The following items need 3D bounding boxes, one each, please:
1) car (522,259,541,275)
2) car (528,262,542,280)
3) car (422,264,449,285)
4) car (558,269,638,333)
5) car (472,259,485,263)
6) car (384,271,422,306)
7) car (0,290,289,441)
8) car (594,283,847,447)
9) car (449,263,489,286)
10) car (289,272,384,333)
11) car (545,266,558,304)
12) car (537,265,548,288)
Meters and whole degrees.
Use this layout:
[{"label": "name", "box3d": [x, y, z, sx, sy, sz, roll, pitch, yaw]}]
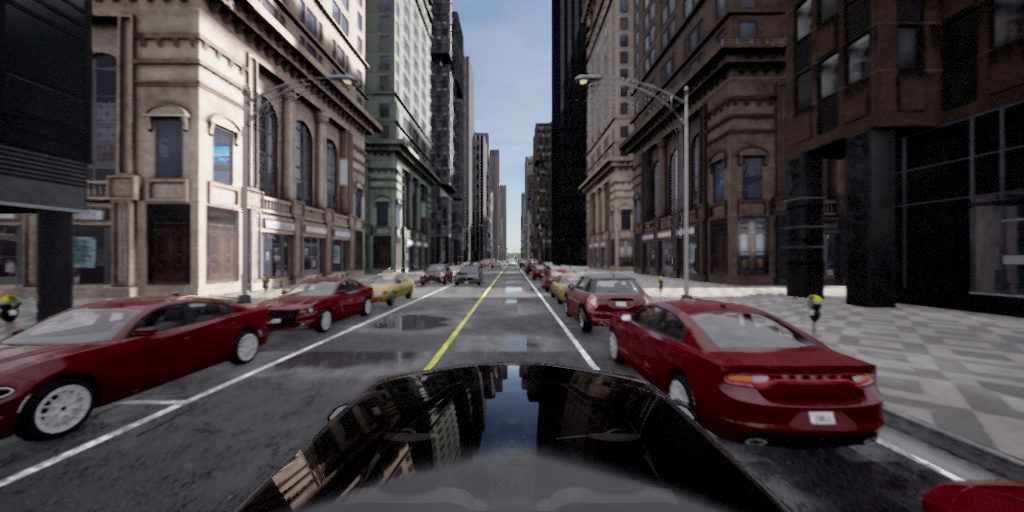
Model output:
[{"label": "car", "box3d": [2.761, 1.334, 44.628, 2.192, 1.841, 5.009, 0, 0, 0]}, {"label": "car", "box3d": [2.762, 1.494, 33.424, 1.888, 1.381, 4.507, 0, 0, 0]}, {"label": "car", "box3d": [-5.764, 1.353, 27.816, 1.967, 1.591, 4.097, 0, 0, 0]}, {"label": "car", "box3d": [2.762, 1.248, 11.018, 1.967, 1.591, 4.097, 0, 0, 0]}, {"label": "car", "box3d": [-5.764, 1.636, 55.825, 1.888, 1.381, 4.507, 0, 0, 0]}, {"label": "car", "box3d": [-5.763, 1.368, 16.441, 1.751, 1.417, 4.829, 0, 0, 0]}, {"label": "car", "box3d": [-5.763, 1.318, 5.407, 1.888, 1.381, 4.507, 0, 0, 0]}, {"label": "car", "box3d": [2.763, 1.318, 5.417, 1.888, 1.381, 4.507, 0, 0, 0]}, {"label": "car", "box3d": [-3.100, 1.456, 27.067, 2.033, 1.411, 5.357, 0, 0, 0]}, {"label": "car", "box3d": [-5.763, 1.353, 11.009, 1.888, 1.381, 4.507, 0, 0, 0]}, {"label": "car", "box3d": [2.762, 1.369, 16.790, 1.751, 1.417, 4.829, 0, 0, 0]}, {"label": "car", "box3d": [2.762, 1.460, 22.221, 1.802, 1.307, 4.207, 0, 0, 0]}]
